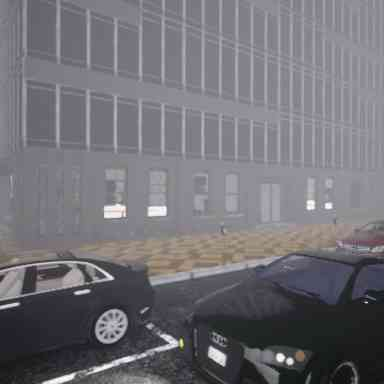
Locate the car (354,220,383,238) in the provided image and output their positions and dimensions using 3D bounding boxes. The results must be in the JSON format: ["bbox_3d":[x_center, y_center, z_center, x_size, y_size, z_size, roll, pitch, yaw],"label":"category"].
[{"bbox_3d":[6.636,1.636,11.301,4.206,1.307,1.802,0,0,-36],"label":"car"}]

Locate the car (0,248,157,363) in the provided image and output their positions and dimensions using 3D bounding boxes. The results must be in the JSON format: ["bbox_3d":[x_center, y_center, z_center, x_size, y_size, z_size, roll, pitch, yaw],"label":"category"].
[{"bbox_3d":[-2.628,1.553,4.685,4.403,1.369,2.008,0,0,-36],"label":"car"}]

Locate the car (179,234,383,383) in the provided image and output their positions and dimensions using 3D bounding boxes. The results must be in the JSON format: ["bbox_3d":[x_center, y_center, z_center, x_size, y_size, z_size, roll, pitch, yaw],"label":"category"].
[{"bbox_3d":[1.891,1.583,4.729,4.181,1.385,1.994,0,0,-36],"label":"car"}]
